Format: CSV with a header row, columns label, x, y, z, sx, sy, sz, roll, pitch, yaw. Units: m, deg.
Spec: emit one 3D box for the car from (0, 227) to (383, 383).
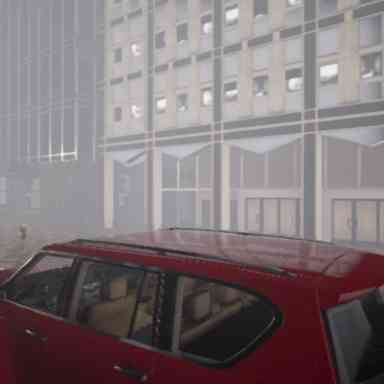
label,x,y,z,sx,sy,sz,roll,pitch,yaw
car,-0.576,1.299,3.291,5.009,1.841,2.192,1,0,36
